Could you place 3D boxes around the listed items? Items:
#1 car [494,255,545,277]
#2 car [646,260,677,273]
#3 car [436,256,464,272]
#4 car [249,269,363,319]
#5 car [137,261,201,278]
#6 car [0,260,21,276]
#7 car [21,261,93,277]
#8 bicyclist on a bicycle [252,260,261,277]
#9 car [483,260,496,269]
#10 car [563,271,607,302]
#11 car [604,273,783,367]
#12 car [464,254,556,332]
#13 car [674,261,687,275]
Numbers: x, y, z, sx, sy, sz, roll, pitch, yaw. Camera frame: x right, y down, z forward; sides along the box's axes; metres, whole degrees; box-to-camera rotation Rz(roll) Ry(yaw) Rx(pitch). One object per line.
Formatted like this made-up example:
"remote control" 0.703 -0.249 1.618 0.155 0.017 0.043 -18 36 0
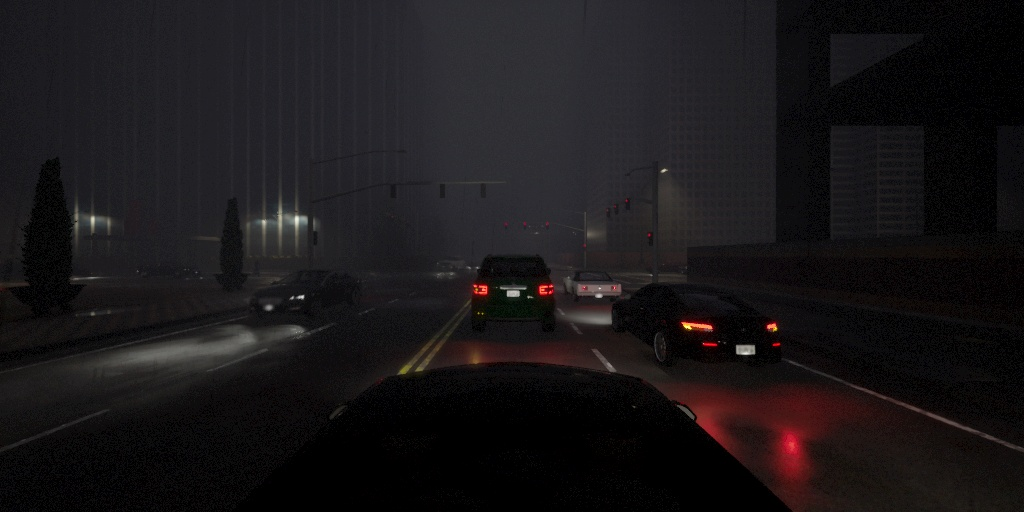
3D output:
"car" 0.713 0.972 37.873 2.150 2.045 5.566 -1 1 -42
"car" 17.810 1.228 40.723 5.008 1.535 1.882 0 0 0
"car" -7.759 0.974 46.074 2.150 2.045 5.566 1 0 11
"car" -7.092 1.241 12.903 2.128 1.511 4.902 0 0 0
"car" -31.584 1.241 33.080 4.902 1.511 2.128 0 0 0
"car" -50.677 1.314 36.613 4.181 1.385 1.994 0 0 3
"car" -41.552 1.314 33.033 4.181 1.385 1.994 0 0 0
"bicyclist on a bicycle" -24.643 1.203 34.599 0.582 1.620 1.656 0 0 -13
"car" -3.546 1.351 57.554 1.895 1.301 4.718 0 0 0
"car" 3.594 1.351 16.975 1.895 1.301 4.718 0 0 0
"car" 3.589 1.276 7.814 1.812 1.442 4.674 0 0 0
"car" 0.058 0.971 11.057 2.150 2.045 5.566 0 0 1
"car" 19.879 1.351 37.210 4.718 1.301 1.895 0 0 1
